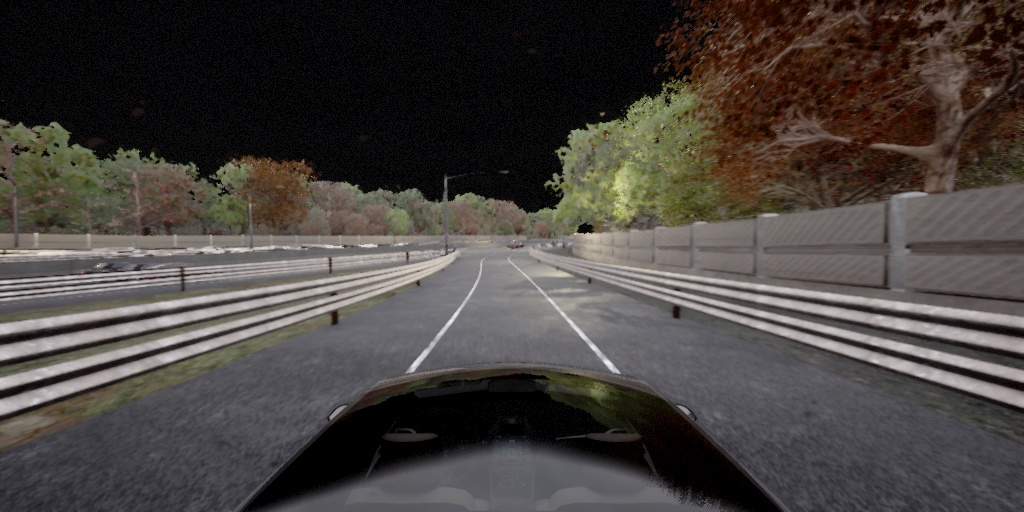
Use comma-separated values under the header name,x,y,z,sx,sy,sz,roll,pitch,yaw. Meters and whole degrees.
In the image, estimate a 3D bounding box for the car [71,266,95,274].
name,x,y,z,sx,sy,sz,roll,pitch,yaw
car,-28.937,1.080,26.705,1.895,1.301,4.718,1,3,21

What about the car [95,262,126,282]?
name,x,y,z,sx,sy,sz,roll,pitch,yaw
car,-25.632,1.121,25.548,1.895,1.301,4.718,1,3,21

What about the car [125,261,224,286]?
name,x,y,z,sx,sy,sz,roll,pitch,yaw
car,-22.351,1.092,24.312,1.812,1.442,4.674,1,3,21
